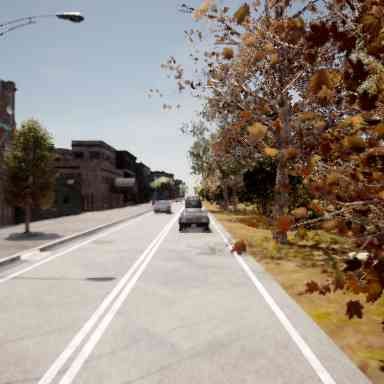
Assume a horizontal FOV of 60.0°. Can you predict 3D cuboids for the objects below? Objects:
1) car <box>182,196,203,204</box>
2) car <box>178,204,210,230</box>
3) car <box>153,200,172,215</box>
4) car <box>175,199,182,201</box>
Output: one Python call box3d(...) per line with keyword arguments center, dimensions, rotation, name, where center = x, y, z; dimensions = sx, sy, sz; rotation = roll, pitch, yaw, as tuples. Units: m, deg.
box3d(center=(0.177, 1.515, 42.710), dimensions=(2.150, 2.045, 5.566), rotation=(0, 0, 0), name="car")
box3d(center=(0.122, 1.721, 21.841), dimensions=(1.895, 1.301, 4.718), rotation=(0, 0, 0), name="car")
box3d(center=(-3.278, 1.759, 38.142), dimensions=(1.837, 1.490, 4.892), rotation=(0, 0, 0), name="car")
box3d(center=(-3.074, 1.905, 79.845), dimensions=(2.033, 1.411, 5.357), rotation=(0, 0, 0), name="car")
